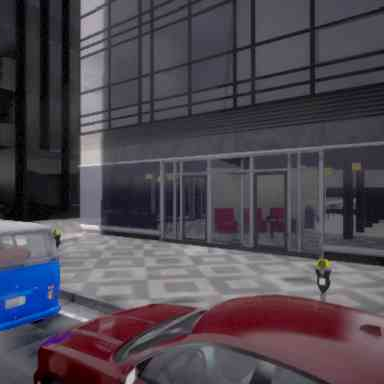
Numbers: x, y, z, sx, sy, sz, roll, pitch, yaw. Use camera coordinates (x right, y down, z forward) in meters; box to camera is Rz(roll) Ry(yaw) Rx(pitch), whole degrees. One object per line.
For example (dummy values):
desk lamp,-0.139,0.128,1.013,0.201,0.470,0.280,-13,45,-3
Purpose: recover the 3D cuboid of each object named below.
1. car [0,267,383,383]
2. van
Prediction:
car,0.548,1.544,2.574,4.507,1.381,1.887,0,0,36
van,-4.026,1.341,5.837,3.998,1.788,1.690,0,0,36
